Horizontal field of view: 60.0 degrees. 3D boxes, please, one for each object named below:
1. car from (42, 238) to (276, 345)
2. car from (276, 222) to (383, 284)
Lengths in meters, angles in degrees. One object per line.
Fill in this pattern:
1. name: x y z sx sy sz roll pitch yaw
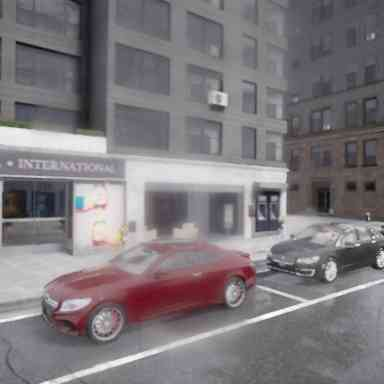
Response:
1. car: -0.565 1.597 6.354 4.206 1.307 1.802 0 0 -35
2. car: 4.054 1.594 9.648 4.403 1.369 2.008 0 0 -35
